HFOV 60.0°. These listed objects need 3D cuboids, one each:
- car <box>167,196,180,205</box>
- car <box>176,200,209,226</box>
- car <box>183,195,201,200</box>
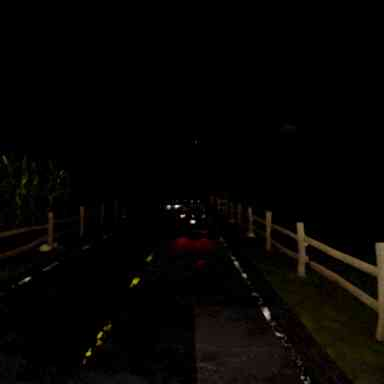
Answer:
[{"bbox_3d":[-2.851,1.269,51.205,2.033,1.411,5.357,0,0,0],"label":"car"},{"bbox_3d":[0.059,1.461,21.968,1.895,1.301,4.718,0,0,0],"label":"car"},{"bbox_3d":[0.022,1.115,40.493,2.097,1.767,4.553,0,0,0],"label":"car"}]
